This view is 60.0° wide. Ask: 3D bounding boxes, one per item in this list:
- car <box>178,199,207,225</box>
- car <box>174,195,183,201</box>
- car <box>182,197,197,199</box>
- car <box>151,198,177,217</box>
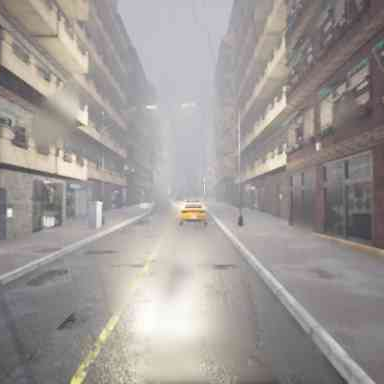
[{"bbox_3d":[0.100,1.502,24.343,1.882,1.535,5.008,0,0,0],"label":"car"},{"bbox_3d":[-2.750,1.464,73.207,1.837,1.490,4.892,0,0,0],"label":"car"},{"bbox_3d":[0.102,1.551,42.665,2.128,1.511,4.902,0,0,0],"label":"car"},{"bbox_3d":[-2.848,1.586,32.501,2.033,1.411,5.357,0,0,0],"label":"car"}]
